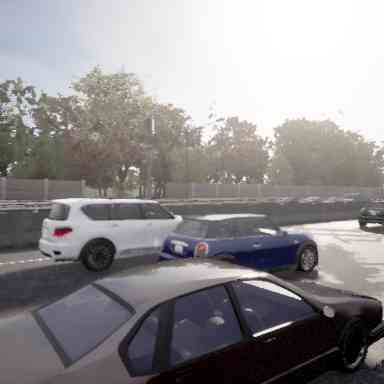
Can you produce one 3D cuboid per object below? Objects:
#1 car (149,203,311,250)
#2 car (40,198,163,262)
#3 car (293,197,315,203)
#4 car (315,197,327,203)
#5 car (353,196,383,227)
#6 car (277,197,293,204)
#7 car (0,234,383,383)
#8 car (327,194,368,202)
[{"bbox_3d":[1.420,1.347,9.061,4.553,1.767,2.097,0,0,-36],"label":"car"},{"bbox_3d":[-1.947,1.217,10.958,5.566,2.045,2.150,0,0,-36],"label":"car"},{"bbox_3d":[16.802,1.483,46.055,4.902,1.511,2.128,0,0,-35],"label":"car"},{"bbox_3d":[18.559,1.468,43.012,5.008,1.535,1.882,1,0,-35],"label":"car"},{"bbox_3d":[12.770,1.337,21.467,4.553,1.767,2.097,0,0,-36],"label":"car"},{"bbox_3d":[14.467,1.495,48.687,4.892,1.490,1.837,0,0,-35],"label":"car"},{"bbox_3d":[0.149,1.545,3.857,5.357,1.411,2.033,0,0,-36],"label":"car"},{"bbox_3d":[18.690,1.210,38.824,5.566,2.045,2.150,0,0,-35],"label":"car"}]
